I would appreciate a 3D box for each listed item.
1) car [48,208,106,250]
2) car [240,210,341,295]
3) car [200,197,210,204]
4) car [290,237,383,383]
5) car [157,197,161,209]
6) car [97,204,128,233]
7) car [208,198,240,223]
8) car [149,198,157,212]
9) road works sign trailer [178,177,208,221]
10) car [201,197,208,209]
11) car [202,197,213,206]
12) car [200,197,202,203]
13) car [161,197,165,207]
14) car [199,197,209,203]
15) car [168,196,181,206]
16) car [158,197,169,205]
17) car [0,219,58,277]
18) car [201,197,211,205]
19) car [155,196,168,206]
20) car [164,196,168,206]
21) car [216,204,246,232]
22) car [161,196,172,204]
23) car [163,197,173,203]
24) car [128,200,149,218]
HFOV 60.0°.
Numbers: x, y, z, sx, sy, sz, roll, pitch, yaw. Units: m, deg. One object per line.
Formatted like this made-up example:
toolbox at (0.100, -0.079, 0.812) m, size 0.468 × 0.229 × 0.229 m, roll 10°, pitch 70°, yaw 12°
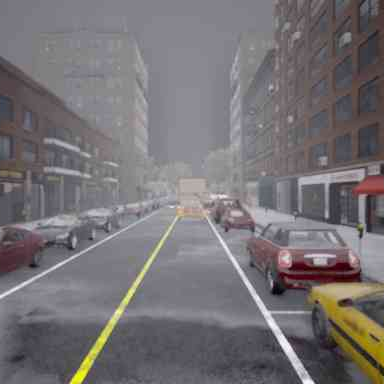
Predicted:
car at (-5.383, 1.580, 14.297) m, size 2.008 × 1.369 × 4.403 m, roll 0°, pitch 0°, yaw 0°
car at (2.641, 1.458, 8.783) m, size 1.967 × 1.590 × 4.097 m, roll 0°, pitch 0°, yaw 0°
car at (2.659, 1.734, 69.485) m, size 1.802 × 1.307 × 4.206 m, roll 0°, pitch 0°, yaw 0°
car at (2.639, 1.532, 3.436) m, size 1.752 × 1.417 × 4.829 m, roll 0°, pitch 0°, yaw 0°
car at (-5.374, 1.628, 41.892) m, size 1.887 × 1.381 × 4.507 m, roll 0°, pitch 0°, yaw 0°
car at (-5.381, 1.591, 19.816) m, size 2.008 × 1.369 × 4.403 m, roll 0°, pitch 0°, yaw 0°
car at (2.646, 1.365, 25.340) m, size 2.192 × 1.841 × 5.009 m, roll 0°, pitch 0°, yaw 0°
car at (-5.376, 1.623, 36.373) m, size 2.008 × 1.369 × 4.403 m, roll 0°, pitch 0°, yaw 0°
road works sign trailer at (0.009, 0.520, 27.710) m, size 2.380 × 3.560 × 2.880 m, roll 0°, pitch 0°, yaw 0°
car at (2.652, 1.677, 47.412) m, size 1.802 × 1.307 × 4.206 m, roll 0°, pitch 0°, yaw 0°
car at (2.655, 1.647, 58.619) m, size 1.752 × 1.417 × 4.829 m, roll 0°, pitch 0°, yaw 0°
car at (2.654, 1.689, 52.930) m, size 1.802 × 1.307 × 4.206 m, roll 0°, pitch 0°, yaw 0°
car at (-5.373, 1.661, 47.411) m, size 1.947 × 1.339 × 4.313 m, roll 0°, pitch 0°, yaw 0°
car at (2.660, 1.733, 75.003) m, size 1.947 × 1.339 × 4.313 m, roll 0°, pitch 0°, yaw 0°
car at (-2.786, 1.666, 57.106) m, size 2.033 × 1.411 × 5.357 m, roll 0°, pitch 0°, yaw 1°
car at (-5.368, 1.662, 63.796) m, size 1.752 × 1.417 × 4.829 m, roll 0°, pitch 0°, yaw 0°
car at (-5.384, 1.600, 8.778) m, size 1.802 × 1.307 × 4.206 m, roll 0°, pitch 0°, yaw 0°
car at (2.657, 1.681, 63.967) m, size 1.887 × 1.381 × 4.507 m, roll 0°, pitch 0°, yaw 0°
car at (-5.370, 1.562, 58.448) m, size 1.967 × 1.590 × 4.097 m, roll 0°, pitch 0°, yaw 0°
car at (-5.371, 1.658, 52.929) m, size 2.008 × 1.369 × 4.403 m, roll 0°, pitch 0°, yaw 0°
car at (2.644, 1.621, 19.821) m, size 1.802 × 1.307 × 4.206 m, roll 0°, pitch 0°, yaw 0°
car at (-5.367, 1.592, 69.486) m, size 1.967 × 1.590 × 4.097 m, roll 0°, pitch 0°, yaw 0°
car at (-5.365, 1.749, 75.004) m, size 1.802 × 1.307 × 4.206 m, roll 0°, pitch 0°, yaw 0°
car at (-5.378, 1.644, 30.854) m, size 1.802 × 1.307 × 4.206 m, roll 0°, pitch 0°, yaw 0°
